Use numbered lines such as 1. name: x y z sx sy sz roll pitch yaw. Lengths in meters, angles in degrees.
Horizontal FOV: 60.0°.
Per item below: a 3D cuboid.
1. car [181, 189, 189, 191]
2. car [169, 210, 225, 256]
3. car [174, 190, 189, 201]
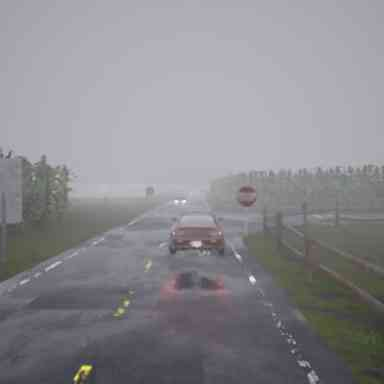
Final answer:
1. car: -1.773 0.032 74.104 2.097 1.767 4.553 0 1 1
2. car: 0.198 1.375 12.373 1.812 1.442 4.674 0 1 1
3. car: -2.036 0.832 58.486 1.994 1.385 4.181 0 1 1
